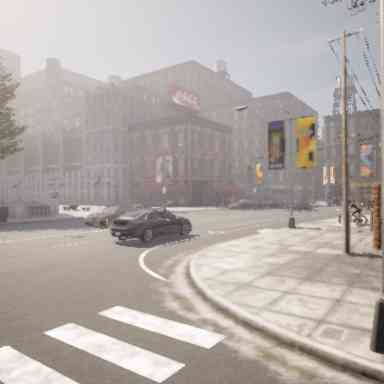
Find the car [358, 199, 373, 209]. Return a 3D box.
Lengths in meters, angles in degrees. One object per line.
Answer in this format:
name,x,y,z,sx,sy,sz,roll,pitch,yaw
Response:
car,24.867,1.543,43.551,4.902,1.511,2.128,0,0,-17

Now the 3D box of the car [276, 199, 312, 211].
car,13.315,1.698,42.464,4.181,1.385,1.994,0,0,-29

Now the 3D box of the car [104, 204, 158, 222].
car,-5.403,1.810,30.072,1.895,1.301,4.718,-1,0,37

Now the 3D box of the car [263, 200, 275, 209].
car,11.986,1.779,49.497,4.718,1.301,1.895,0,0,-25

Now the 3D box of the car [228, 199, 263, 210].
car,7.125,1.724,46.461,4.674,1.452,2.002,0,0,-35

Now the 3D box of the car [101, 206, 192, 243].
car,-1.927,1.613,16.856,1.837,1.490,4.892,-1,-1,35

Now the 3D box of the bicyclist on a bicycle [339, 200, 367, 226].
bicyclist on a bicycle,10.211,1.339,21.166,1.656,1.620,0.582,-1,-1,38

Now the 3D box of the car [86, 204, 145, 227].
car,-5.443,1.702,24.168,1.812,1.442,4.674,-1,0,37
